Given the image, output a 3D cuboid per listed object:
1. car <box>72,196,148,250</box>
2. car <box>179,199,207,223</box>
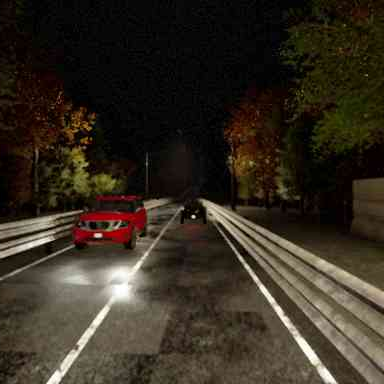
[{"bbox_3d":[-3.280,1.188,14.477,2.150,2.045,5.566,0,0,1],"label":"car"},{"bbox_3d":[0.105,1.498,25.652,1.837,1.490,4.892,0,-1,0],"label":"car"}]
